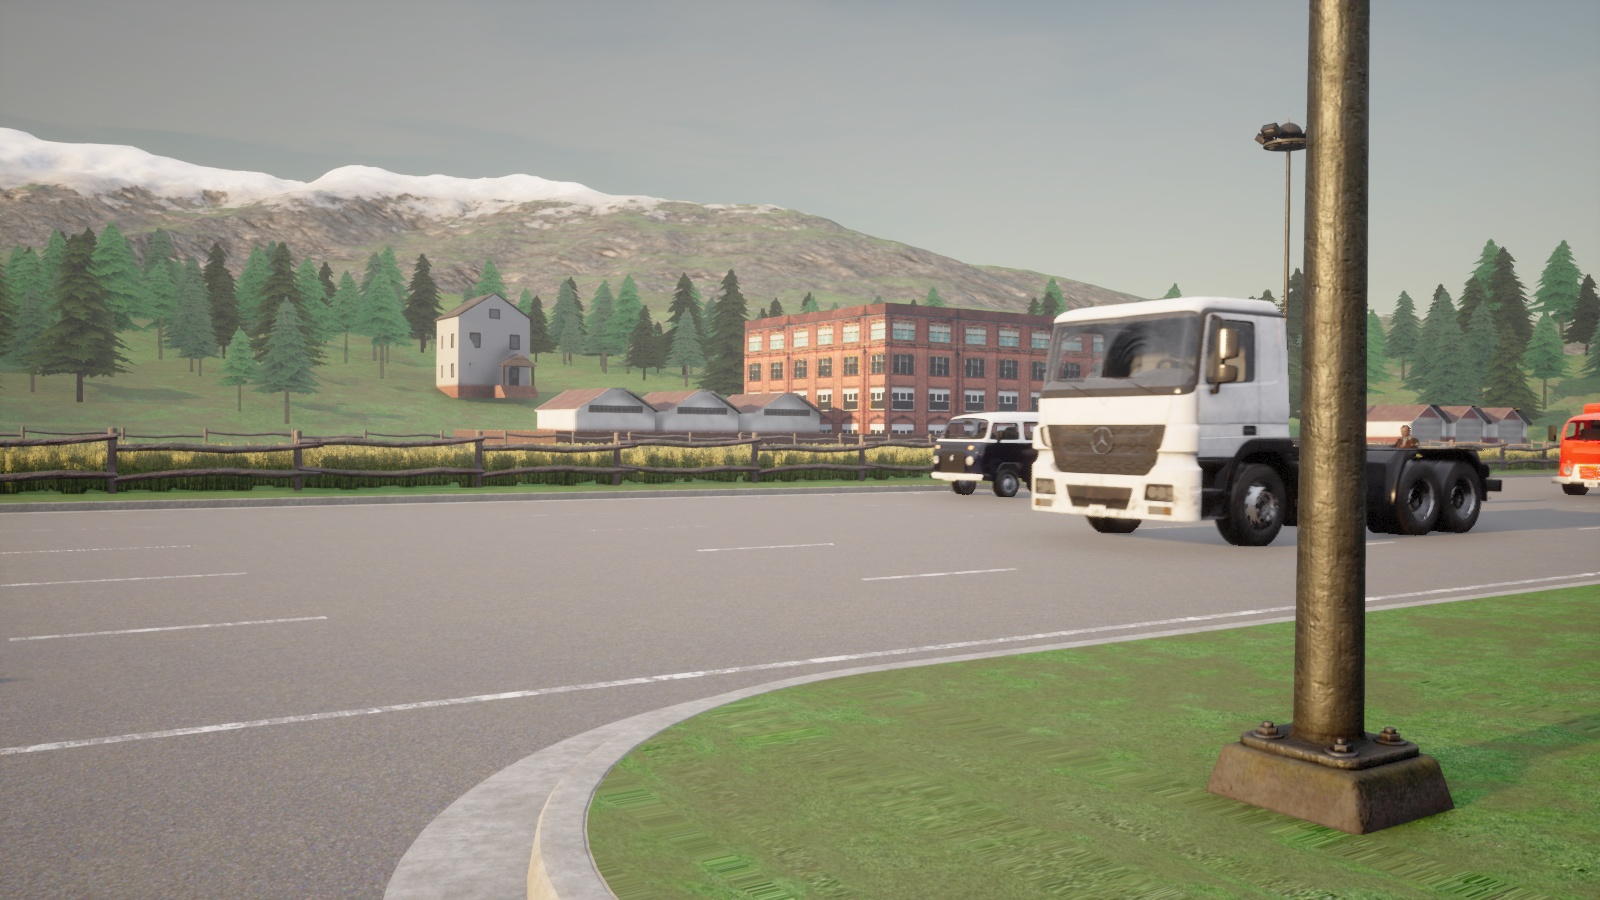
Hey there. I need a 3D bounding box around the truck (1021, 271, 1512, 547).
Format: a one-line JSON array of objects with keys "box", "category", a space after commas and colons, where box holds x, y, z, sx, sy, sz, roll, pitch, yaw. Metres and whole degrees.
[{"box": [7.317, -0.579, 19.166, 7.936, 3.462, 2.891, -1, 1, -33], "category": "truck"}]

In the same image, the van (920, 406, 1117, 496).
[{"box": [5.329, -0.009, 30.441, 4.480, 2.038, 2.069, -1, 1, -33], "category": "van"}]

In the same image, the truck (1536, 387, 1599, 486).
[{"box": [22.130, -0.420, 33.108, 5.204, 2.467, 2.627, -2, 1, -33], "category": "truck"}]
